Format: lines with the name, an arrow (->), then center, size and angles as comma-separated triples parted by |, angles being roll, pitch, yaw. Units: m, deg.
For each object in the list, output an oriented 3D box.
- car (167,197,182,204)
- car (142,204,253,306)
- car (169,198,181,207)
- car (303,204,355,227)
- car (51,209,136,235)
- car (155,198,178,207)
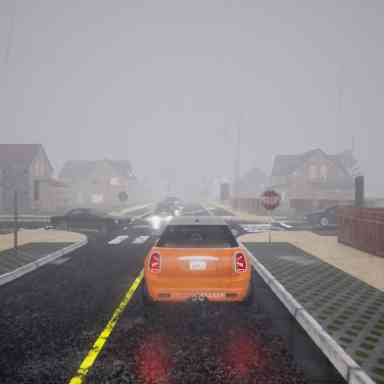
car -> -2.818, 1.444, 45.054 | 2.097, 1.767, 4.553 | 0, 0, 0
car -> 0.105, 1.352, 8.162 | 2.097, 1.767, 4.553 | 0, 0, 0
car -> -2.809, 1.669, 55.282 | 1.812, 1.442, 4.674 | 0, 0, 0
car -> 10.265, 1.579, 23.101 | 4.892, 1.490, 1.837 | 0, 0, -2
car -> -5.507, 1.602, 18.628 | 4.718, 1.301, 1.895 | 0, 0, 25
car -> -2.831, 1.651, 35.139 | 1.895, 1.301, 4.718 | 0, 0, 0
